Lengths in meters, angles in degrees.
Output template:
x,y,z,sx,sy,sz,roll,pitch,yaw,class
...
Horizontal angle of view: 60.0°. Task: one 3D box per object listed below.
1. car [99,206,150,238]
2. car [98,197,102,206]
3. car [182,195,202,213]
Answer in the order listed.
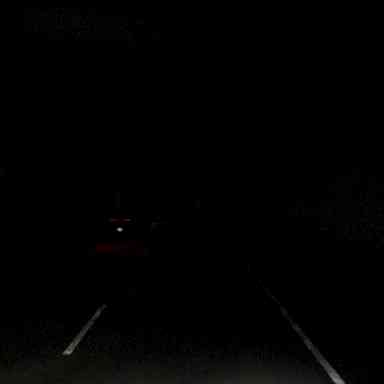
x,y,z,sx,sy,sz,roll,pitch,yaw,class
-3.431,1.580,18.213,2.128,1.511,4.902,0,0,0,car
-14.166,1.589,48.909,2.097,1.767,4.553,0,0,0,car
0.024,1.412,40.587,2.150,2.045,5.566,0,-1,0,car
